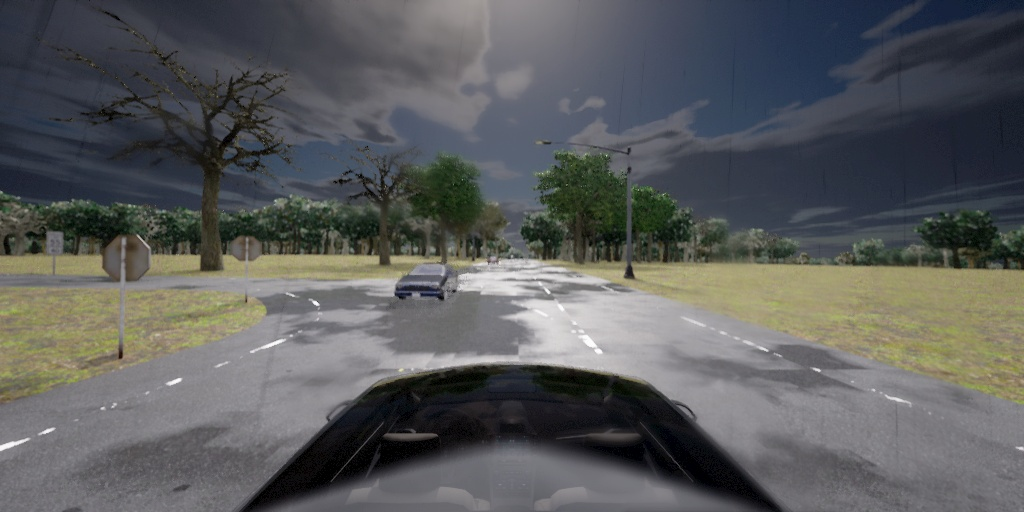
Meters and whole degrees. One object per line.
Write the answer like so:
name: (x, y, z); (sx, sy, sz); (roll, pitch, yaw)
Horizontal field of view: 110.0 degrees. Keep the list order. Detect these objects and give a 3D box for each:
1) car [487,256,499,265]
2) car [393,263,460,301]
car: (-3.433, 0.792, 64.427); (1.812, 1.442, 4.674); (0, 0, 0)
car: (-3.458, 1.018, 15.671); (2.033, 1.411, 5.357); (1, 0, 0)
